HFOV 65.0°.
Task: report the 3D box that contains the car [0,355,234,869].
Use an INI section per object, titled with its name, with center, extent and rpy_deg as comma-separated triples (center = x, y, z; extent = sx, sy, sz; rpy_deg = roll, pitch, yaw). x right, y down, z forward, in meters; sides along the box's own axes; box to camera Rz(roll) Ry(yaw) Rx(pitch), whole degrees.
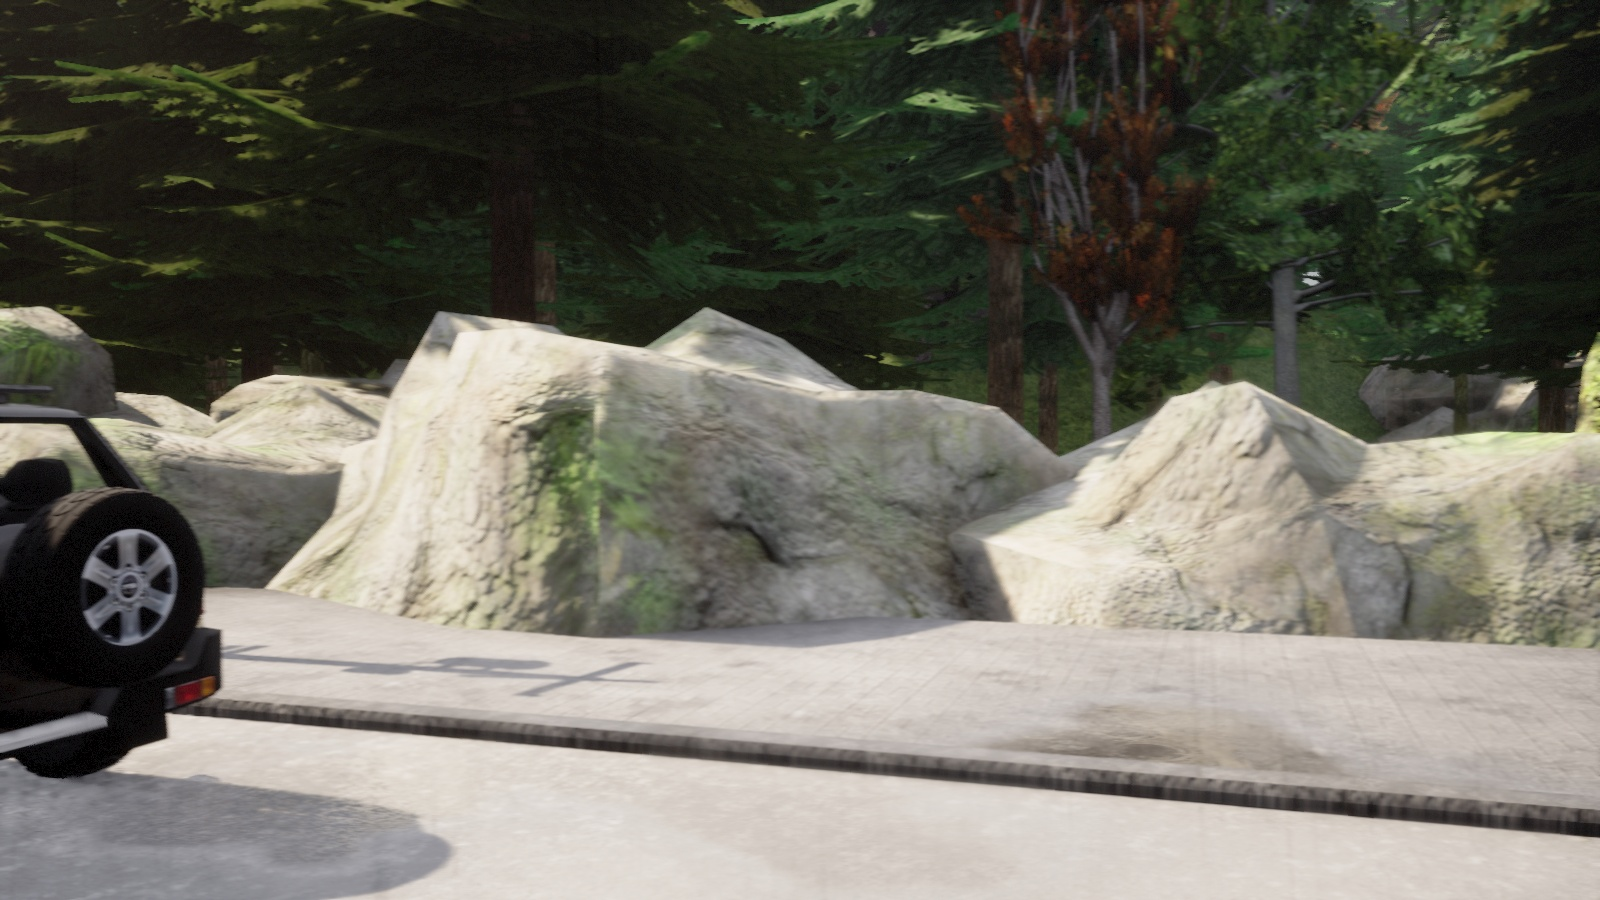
[car]
center = -5.003, 0.540, 5.403
extent = 4.605, 1.855, 1.932
rpy_deg = 1, 1, 19
